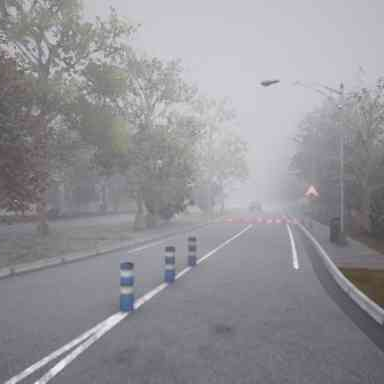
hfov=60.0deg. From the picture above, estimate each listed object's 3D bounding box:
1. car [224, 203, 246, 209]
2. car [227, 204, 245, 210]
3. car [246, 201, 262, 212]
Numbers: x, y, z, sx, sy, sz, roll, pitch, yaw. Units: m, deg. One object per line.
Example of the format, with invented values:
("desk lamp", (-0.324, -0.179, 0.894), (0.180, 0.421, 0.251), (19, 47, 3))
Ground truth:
("car", (12.022, 4.045, 91.247), (5.366, 1.575, 1.946), (0, -3, 14))
("car", (12.520, 4.189, 93.974), (4.892, 1.521, 2.231), (0, -3, 14))
("car", (12.255, 2.824, 64.224), (2.150, 2.045, 5.566), (0, -1, 15))
